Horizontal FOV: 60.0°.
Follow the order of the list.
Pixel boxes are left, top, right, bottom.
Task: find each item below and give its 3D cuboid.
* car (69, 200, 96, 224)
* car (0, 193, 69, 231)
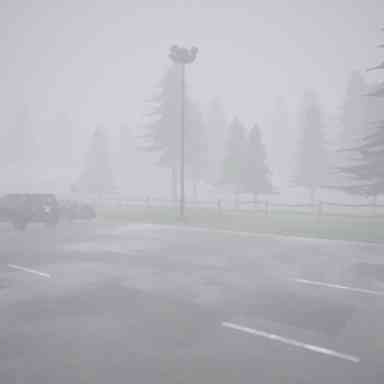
[{"bbox_3d":[-8.785,1.334,23.158,4.902,1.511,2.128,1,0,36],"label":"car"},{"bbox_3d":[-10.106,1.070,19.803,5.566,2.045,2.150,1,0,35],"label":"car"}]
